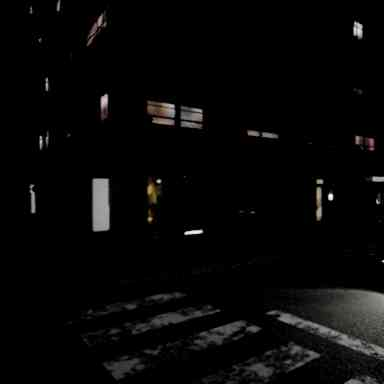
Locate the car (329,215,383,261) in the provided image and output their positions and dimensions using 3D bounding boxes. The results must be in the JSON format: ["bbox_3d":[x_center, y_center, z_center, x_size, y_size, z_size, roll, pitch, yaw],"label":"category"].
[{"bbox_3d":[6.356,1.487,11.102,4.403,1.369,2.008,0,0,-36],"label":"car"}]

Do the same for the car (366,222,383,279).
[{"bbox_3d":[6.909,1.494,8.278,5.357,1.411,2.033,0,0,-32],"label":"car"}]
